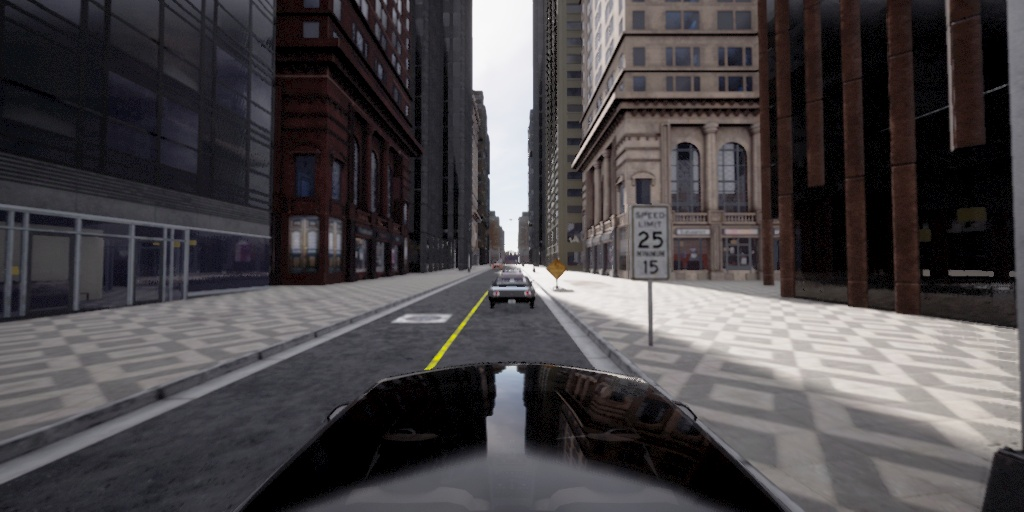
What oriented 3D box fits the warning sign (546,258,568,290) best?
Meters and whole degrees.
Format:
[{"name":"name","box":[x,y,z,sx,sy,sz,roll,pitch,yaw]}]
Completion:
[{"name":"warning sign","box":[2.724,1.061,21.609,1.300,1.860,1.060,0,0,0]}]

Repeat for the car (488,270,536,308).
[{"name":"car","box":[0.007,1.489,15.978,1.895,1.301,4.718,0,-1,0]}]

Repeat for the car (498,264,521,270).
[{"name":"car","box":[0.012,1.644,30.976,1.895,1.301,4.718,0,-1,0]}]
